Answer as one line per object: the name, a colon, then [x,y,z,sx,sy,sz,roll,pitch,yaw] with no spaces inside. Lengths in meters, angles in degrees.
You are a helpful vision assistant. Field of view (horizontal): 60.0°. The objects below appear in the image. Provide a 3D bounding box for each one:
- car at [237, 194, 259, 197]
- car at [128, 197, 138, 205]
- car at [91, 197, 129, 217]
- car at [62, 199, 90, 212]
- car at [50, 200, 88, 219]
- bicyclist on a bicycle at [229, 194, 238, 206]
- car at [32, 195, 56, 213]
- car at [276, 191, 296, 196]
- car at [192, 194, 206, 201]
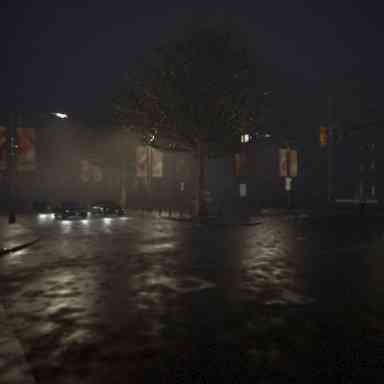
car: [11.487,1.091,64.200,2.002,1.452,4.674,0,0,-36]
car: [-10.957,1.454,55.432,2.033,1.411,5.357,0,0,-36]
car: [-8.015,1.462,31.254,1.837,1.490,4.892,0,0,-36]
car: [-13.838,1.565,39.425,1.895,1.301,4.718,0,0,-35]
car: [-10.589,1.502,28.828,1.812,1.442,4.674,0,0,-34]
bicyclist on a bicycle: [5.670,1.151,45.590,1.656,1.620,0.582,-1,0,-36]
car: [-16.554,1.475,37.206,2.128,1.511,4.902,0,0,-35]
car: [25.223,0.662,89.604,2.435,2.045,5.566,0,0,-36]
car: [1.025,1.216,71.703,2.161,1.482,4.786,0,0,-36]
